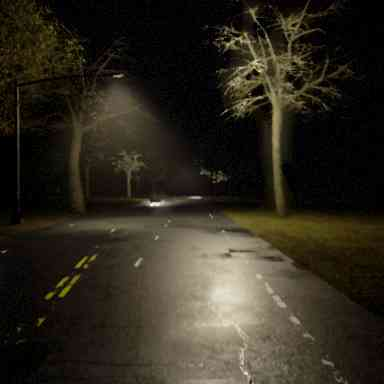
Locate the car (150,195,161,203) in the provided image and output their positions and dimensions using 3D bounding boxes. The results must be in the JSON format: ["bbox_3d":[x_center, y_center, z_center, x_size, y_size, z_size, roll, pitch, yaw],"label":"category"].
[{"bbox_3d":[-7.026,1.417,64.251,2.128,1.511,4.902,0,0,0],"label":"car"}]
